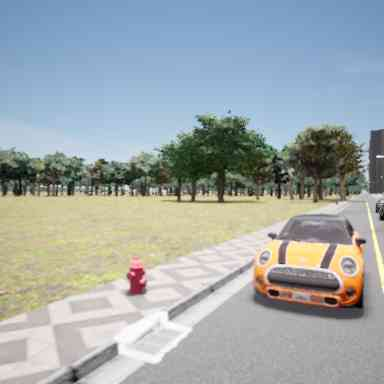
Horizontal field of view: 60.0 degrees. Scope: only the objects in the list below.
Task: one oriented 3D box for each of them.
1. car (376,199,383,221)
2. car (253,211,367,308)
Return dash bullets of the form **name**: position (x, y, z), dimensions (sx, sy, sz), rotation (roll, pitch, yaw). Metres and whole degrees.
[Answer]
- **car**: position (16.817, 1.587, 27.934), dimensions (1.837, 1.490, 4.892), rotation (0, 0, 27)
- **car**: position (3.062, 1.373, 8.190), dimensions (2.097, 1.767, 4.553), rotation (0, 0, 27)
